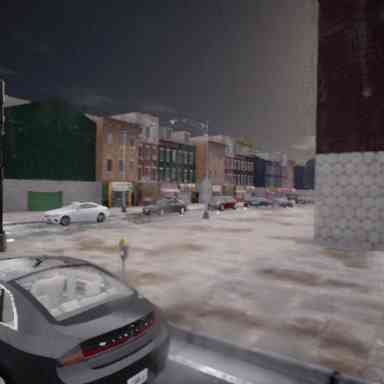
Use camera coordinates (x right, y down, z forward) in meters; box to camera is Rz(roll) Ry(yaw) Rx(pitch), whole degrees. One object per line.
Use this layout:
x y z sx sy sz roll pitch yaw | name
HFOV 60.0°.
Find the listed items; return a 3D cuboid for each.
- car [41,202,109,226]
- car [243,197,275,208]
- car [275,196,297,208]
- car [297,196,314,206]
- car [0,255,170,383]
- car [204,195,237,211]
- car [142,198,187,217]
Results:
-7.731 1.395 22.468 1.812 1.442 4.674 1 1 34 | car
9.012 1.415 45.856 2.033 1.411 5.357 2 1 36 | car
12.321 1.461 45.580 1.812 1.442 4.674 2 1 36 | car
18.260 1.451 53.991 1.882 1.535 5.008 2 1 35 | car
-2.297 1.547 4.428 4.403 1.369 2.008 0 1 36 | car
3.296 1.187 37.895 2.097 1.767 4.553 2 1 36 | car
-2.399 1.337 29.932 1.837 1.490 4.892 2 1 36 | car
